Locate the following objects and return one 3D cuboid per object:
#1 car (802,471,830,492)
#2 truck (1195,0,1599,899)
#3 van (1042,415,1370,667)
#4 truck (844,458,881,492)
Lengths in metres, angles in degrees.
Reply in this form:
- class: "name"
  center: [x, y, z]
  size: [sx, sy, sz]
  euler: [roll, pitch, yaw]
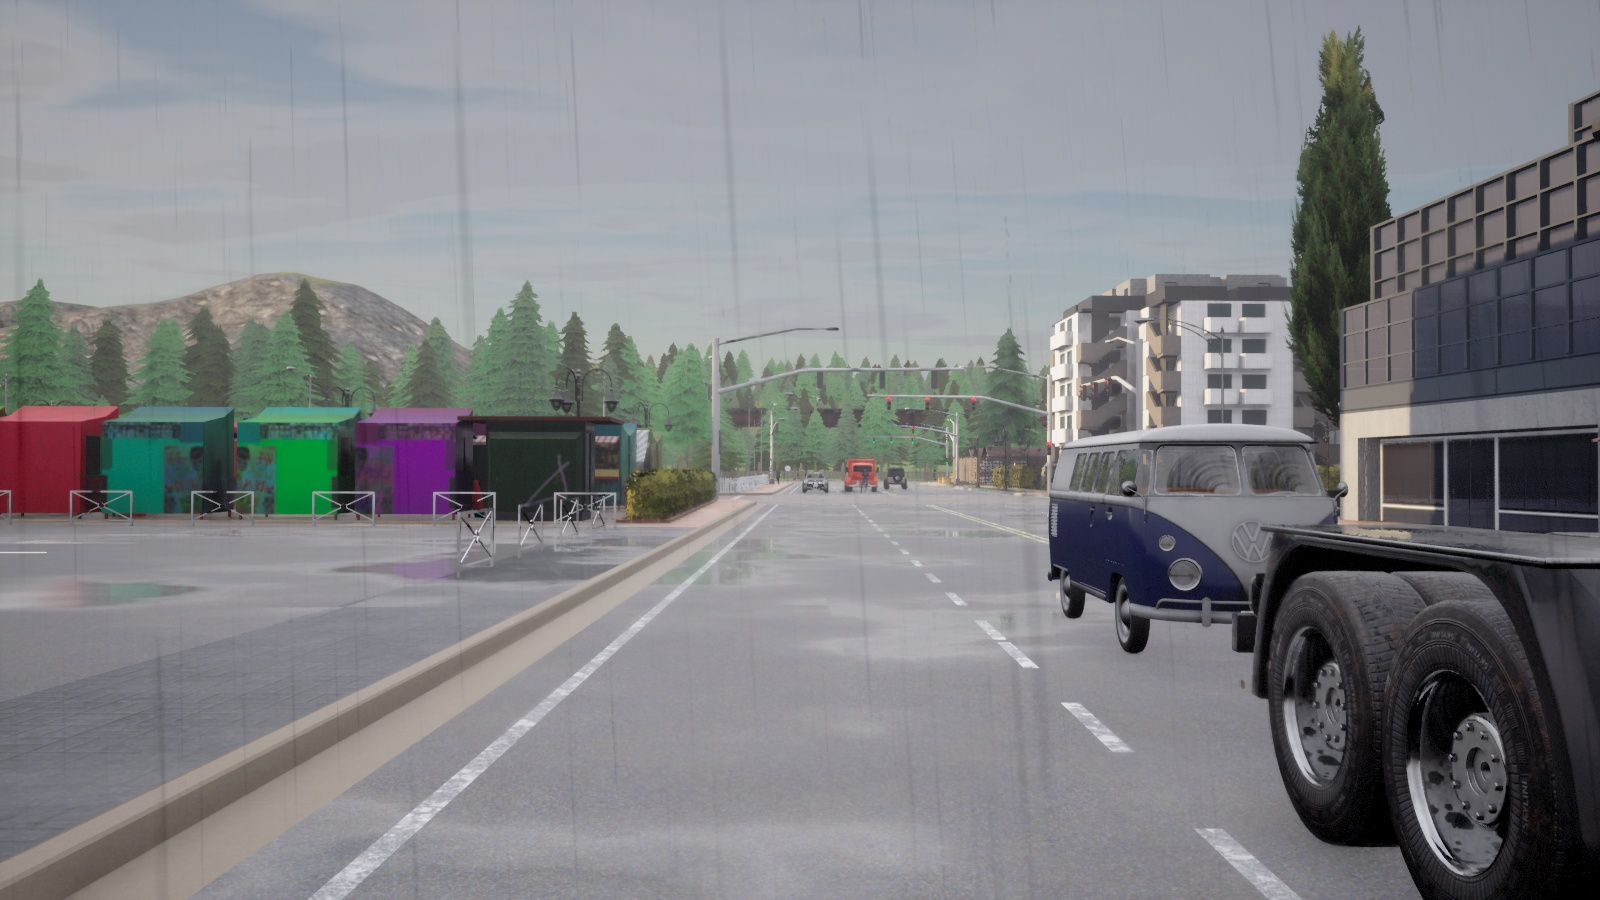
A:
- class: "car"
  center: [1.145, 2.303, 91.206]
  size: [1.970, 1.475, 3.806]
  euler: [0, -1, 1]
- class: "truck"
  center: [3.522, -0.137, 2.678]
  size: [2.891, 3.462, 7.936]
  euler: [0, -1, 1]
- class: "van"
  center: [3.632, 0.756, 12.149]
  size: [1.775, 1.987, 4.442]
  euler: [0, -1, 1]
- class: "truck"
  center: [4.707, 1.910, 95.614]
  size: [2.627, 2.467, 5.204]
  euler: [0, -1, 1]
